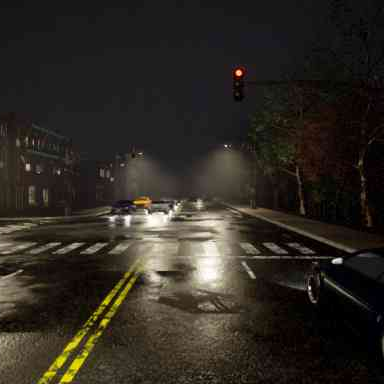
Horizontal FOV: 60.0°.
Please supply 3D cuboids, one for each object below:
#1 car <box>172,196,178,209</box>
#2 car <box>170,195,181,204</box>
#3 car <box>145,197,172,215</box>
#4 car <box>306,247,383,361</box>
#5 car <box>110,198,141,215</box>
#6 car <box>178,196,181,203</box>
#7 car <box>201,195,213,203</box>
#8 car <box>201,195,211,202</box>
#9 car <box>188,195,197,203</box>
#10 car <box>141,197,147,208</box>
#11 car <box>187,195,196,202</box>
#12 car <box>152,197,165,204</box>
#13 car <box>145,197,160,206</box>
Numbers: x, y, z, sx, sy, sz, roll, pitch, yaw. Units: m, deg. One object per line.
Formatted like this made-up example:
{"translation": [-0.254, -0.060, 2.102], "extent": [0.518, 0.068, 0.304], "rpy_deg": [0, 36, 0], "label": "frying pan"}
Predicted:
{"translation": [-3.361, 1.478, 44.566], "extent": [2.128, 1.511, 4.902], "rpy_deg": [0, 0, 0], "label": "car"}
{"translation": [-3.313, 1.454, 66.580], "extent": [1.882, 1.535, 5.008], "rpy_deg": [0, 0, 0], "label": "car"}
{"translation": [-3.361, 1.516, 33.949], "extent": [1.812, 1.442, 4.674], "rpy_deg": [0, 0, 0], "label": "car"}
{"translation": [3.335, 1.563, 5.273], "extent": [1.994, 1.385, 4.181], "rpy_deg": [0, 0, 1], "label": "car"}
{"translation": [-6.823, 1.516, 33.791], "extent": [1.812, 1.442, 4.674], "rpy_deg": [0, 0, 4], "label": "car"}
{"translation": [-3.348, 1.582, 55.843], "extent": [1.895, 1.301, 4.718], "rpy_deg": [0, 0, 0], "label": "car"}
{"translation": [3.320, 1.467, 68.368], "extent": [2.128, 1.511, 4.902], "rpy_deg": [0, 0, 0], "label": "car"}
{"translation": [3.212, 1.509, 78.552], "extent": [2.033, 1.411, 5.357], "rpy_deg": [0, 0, 0], "label": "car"}
{"translation": [0.070, 1.501, 68.348], "extent": [1.812, 1.442, 4.674], "rpy_deg": [0, 0, 0], "label": "car"}
{"translation": [-6.611, 1.463, 45.189], "extent": [1.882, 1.535, 5.008], "rpy_deg": [0, 0, 0], "label": "car"}
{"translation": [-0.037, 1.494, 79.776], "extent": [2.128, 1.511, 4.902], "rpy_deg": [0, 0, 0], "label": "car"}
{"translation": [-6.566, 1.577, 65.720], "extent": [1.895, 1.301, 4.718], "rpy_deg": [0, 0, 0], "label": "car"}
{"translation": [-6.603, 1.545, 55.701], "extent": [1.994, 1.385, 4.181], "rpy_deg": [0, 0, 0], "label": "car"}
